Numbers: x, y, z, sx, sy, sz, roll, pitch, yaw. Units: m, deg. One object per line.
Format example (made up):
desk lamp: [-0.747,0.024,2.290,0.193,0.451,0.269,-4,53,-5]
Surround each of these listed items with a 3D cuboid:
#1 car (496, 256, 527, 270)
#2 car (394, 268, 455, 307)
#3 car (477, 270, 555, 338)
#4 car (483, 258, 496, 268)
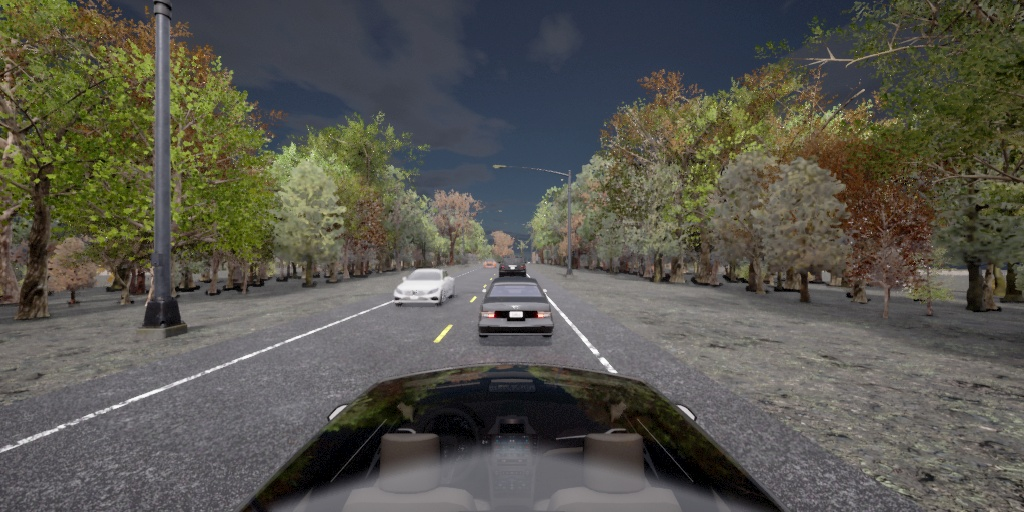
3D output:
car: [0.042,0.987,29.292,2.150,2.045,5.566,0,0,0]
car: [-3.628,1.283,15.615,1.812,1.442,4.674,0,0,0]
car: [0.082,1.302,10.203,2.033,1.411,5.357,0,0,0]
car: [-3.668,1.164,60.548,2.097,1.767,4.553,0,0,0]
